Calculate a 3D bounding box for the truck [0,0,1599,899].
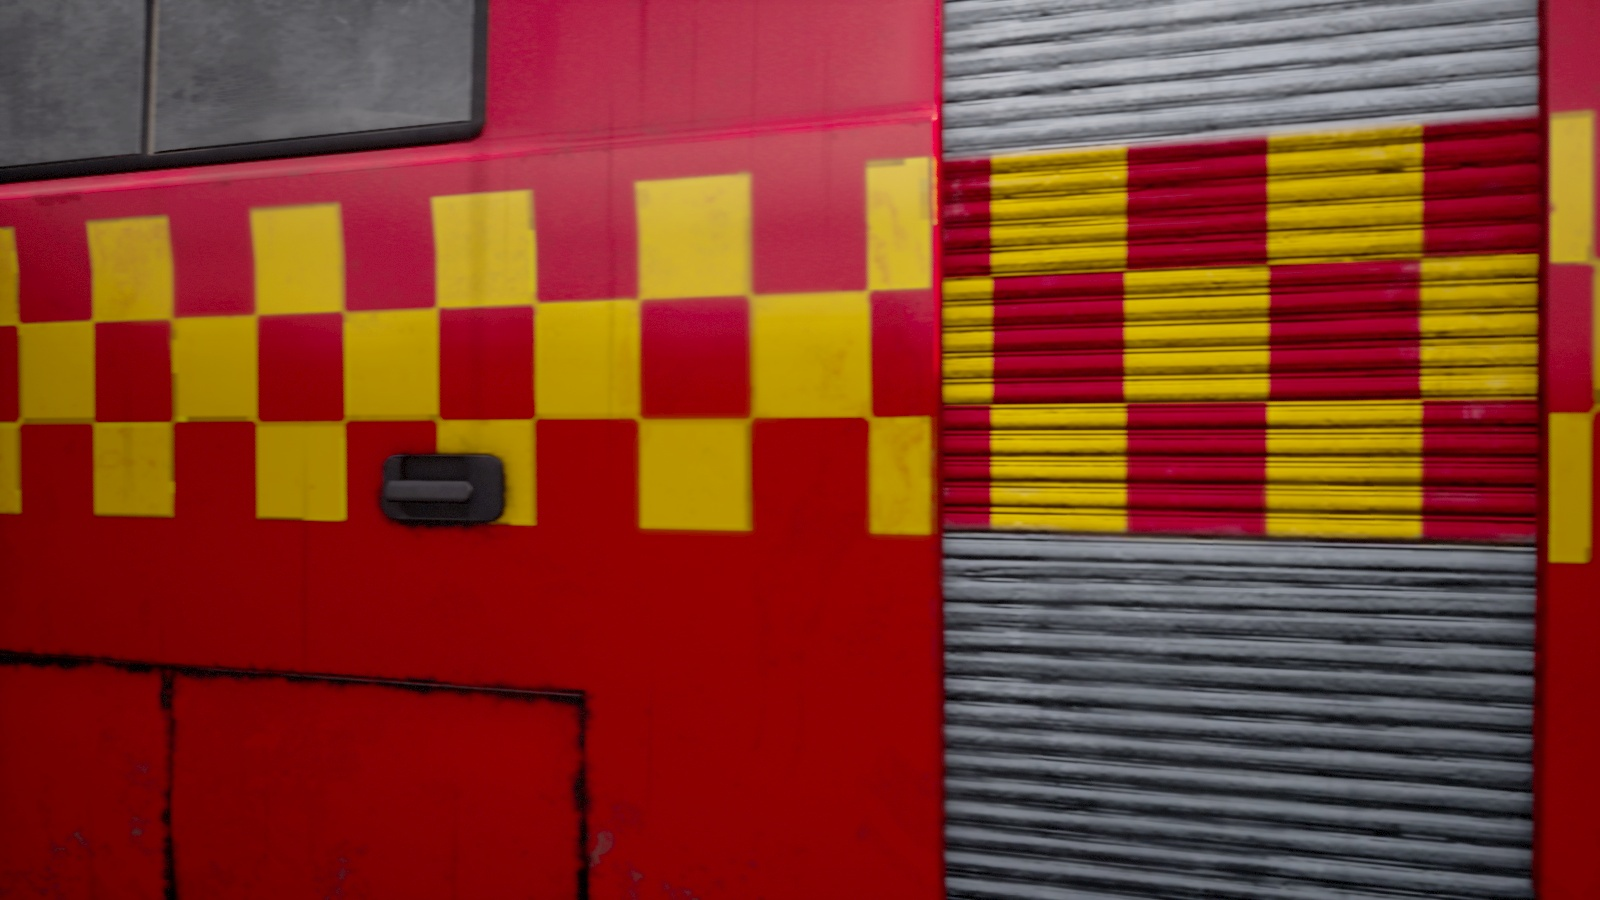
[{"bbox_3d":[-0.431,-0.401,3.851,8.468,3.827,2.891,1,1,19],"label":"truck"}]
